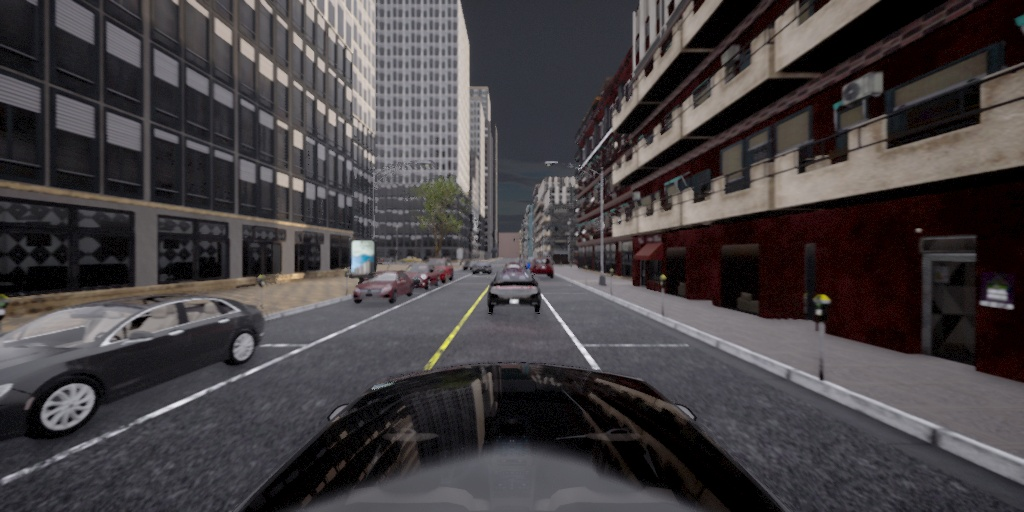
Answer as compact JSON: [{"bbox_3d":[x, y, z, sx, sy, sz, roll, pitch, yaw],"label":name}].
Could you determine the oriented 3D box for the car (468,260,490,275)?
[{"bbox_3d":[-3.105,1.276,38.424,2.033,1.411,5.357,0,0,0],"label":"car"}]

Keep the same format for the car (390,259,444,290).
[{"bbox_3d":[-5.694,1.176,21.940,1.967,1.591,4.097,0,0,0],"label":"car"}]

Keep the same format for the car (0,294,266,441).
[{"bbox_3d":[-5.691,1.297,5.287,2.007,1.370,4.403,0,0,0],"label":"car"}]

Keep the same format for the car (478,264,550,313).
[{"bbox_3d":[0.082,1.233,13.861,2.128,1.511,4.902,0,0,0],"label":"car"}]

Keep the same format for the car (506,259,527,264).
[{"bbox_3d":[0.083,1.258,30.063,1.812,1.442,4.674,0,0,0],"label":"car"}]

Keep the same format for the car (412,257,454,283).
[{"bbox_3d":[-5.695,1.048,27.491,2.192,1.841,5.009,0,0,0],"label":"car"}]

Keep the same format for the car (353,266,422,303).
[{"bbox_3d":[-5.693,1.321,16.389,1.802,1.307,4.207,0,0,0],"label":"car"}]

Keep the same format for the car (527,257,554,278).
[{"bbox_3d":[2.684,1.046,33.044,2.192,1.841,5.009,0,0,0],"label":"car"}]

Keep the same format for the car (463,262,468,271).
[{"bbox_3d":[-5.699,1.290,49.694,1.948,1.339,4.313,0,0,0],"label":"car"}]
